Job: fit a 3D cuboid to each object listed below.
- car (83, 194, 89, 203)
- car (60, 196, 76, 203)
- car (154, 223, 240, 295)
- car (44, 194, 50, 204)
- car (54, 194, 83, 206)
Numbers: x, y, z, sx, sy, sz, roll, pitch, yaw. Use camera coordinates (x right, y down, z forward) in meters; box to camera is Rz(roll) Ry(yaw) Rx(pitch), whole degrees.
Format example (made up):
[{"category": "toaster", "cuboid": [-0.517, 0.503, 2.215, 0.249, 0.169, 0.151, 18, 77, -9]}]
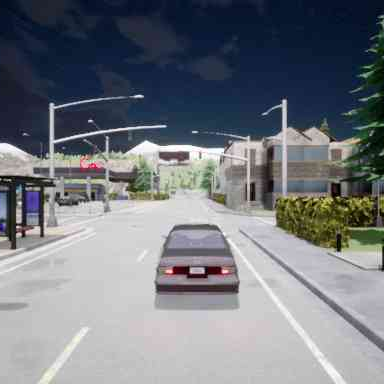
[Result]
[{"category": "car", "cuboid": [-22.618, 1.260, 68.937, 1.905, 1.878, 3.866, 0, 0, 0]}, {"category": "car", "cuboid": [-25.944, 1.544, 69.540, 1.970, 1.475, 3.806, 0, 0, 0]}, {"category": "car", "cuboid": [0.101, 1.546, 8.871, 2.033, 1.411, 5.357, 0, 0, 0]}, {"category": "car", "cuboid": [-25.884, 1.281, 61.061, 1.932, 1.855, 4.605, 0, 0, 0]}, {"category": "car", "cuboid": [-18.917, 1.483, 51.068, 2.007, 1.523, 4.514, 0, 0, 0]}]
